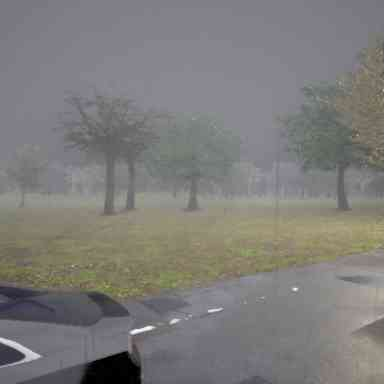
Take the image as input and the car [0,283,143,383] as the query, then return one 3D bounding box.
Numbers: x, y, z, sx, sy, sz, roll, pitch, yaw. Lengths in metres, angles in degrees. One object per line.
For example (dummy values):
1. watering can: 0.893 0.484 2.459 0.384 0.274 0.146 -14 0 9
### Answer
1. car: -2.688 1.488 2.072 4.902 1.511 2.128 0 0 -36
